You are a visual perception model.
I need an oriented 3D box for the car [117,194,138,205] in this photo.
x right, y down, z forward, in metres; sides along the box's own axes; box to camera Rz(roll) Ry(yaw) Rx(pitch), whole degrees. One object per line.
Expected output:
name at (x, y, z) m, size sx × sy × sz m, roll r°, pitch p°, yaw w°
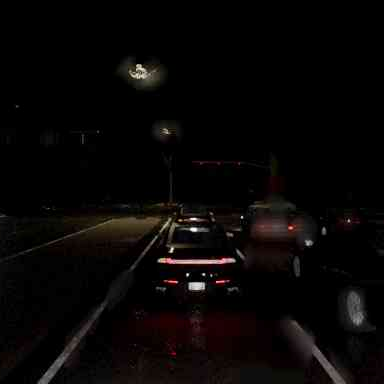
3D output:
car at (-11.681, 1.560, 60.177) m, size 1.994 × 1.385 × 4.181 m, roll 0°, pitch 0°, yaw 1°

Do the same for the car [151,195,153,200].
car at (-11.617, 1.519, 89.676) m, size 2.128 × 1.511 × 4.902 m, roll 0°, pitch 0°, yaw 0°

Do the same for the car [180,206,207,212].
car at (0.076, 1.504, 17.874) m, size 1.837 × 1.490 × 4.892 m, roll 0°, pitch 0°, yaw 0°

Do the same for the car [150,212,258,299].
car at (0.087, 1.491, 8.453) m, size 2.128 × 1.511 × 4.902 m, roll 0°, pitch 0°, yaw 0°

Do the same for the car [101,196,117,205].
car at (-15.141, 1.474, 60.657) m, size 1.882 × 1.535 × 5.008 m, roll 0°, pitch 0°, yaw 0°

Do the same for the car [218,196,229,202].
car at (6.911, 1.592, 73.343) m, size 1.895 × 1.301 × 4.718 m, roll 0°, pitch 0°, yaw 0°

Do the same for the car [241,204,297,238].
car at (3.579, 1.546, 16.469) m, size 2.033 × 1.411 × 5.357 m, roll 0°, pitch 0°, yaw 0°

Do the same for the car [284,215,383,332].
car at (3.590, 1.477, 6.849) m, size 1.882 × 1.535 × 5.008 m, roll 0°, pitch 0°, yaw 0°

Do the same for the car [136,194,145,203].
car at (-11.597, 1.496, 68.999) m, size 1.837 × 1.490 × 4.892 m, roll 0°, pitch 0°, yaw 0°

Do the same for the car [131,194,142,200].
car at (-15.109, 1.344, 90.705) m, size 2.097 × 1.767 × 4.553 m, roll 0°, pitch 0°, yaw 0°

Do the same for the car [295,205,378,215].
car at (7.077, 1.504, 16.935) m, size 1.837 × 1.490 × 4.892 m, roll 0°, pitch 0°, yaw 0°

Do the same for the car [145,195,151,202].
car at (-11.612, 1.520, 79.269) m, size 1.812 × 1.442 × 4.674 m, roll 0°, pitch 0°, yaw 0°

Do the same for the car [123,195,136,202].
car at (-15.114, 1.521, 80.538) m, size 2.128 × 1.511 × 4.902 m, roll 0°, pitch 0°, yaw 0°

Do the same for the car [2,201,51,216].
car at (-15.819, 1.562, 31.924) m, size 4.181 × 1.385 × 1.994 m, roll 0°, pitch 0°, yaw -1°

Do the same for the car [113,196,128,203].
car at (-15.099, 1.536, 70.435) m, size 2.033 × 1.411 × 5.357 m, roll 0°, pitch 0°, yaw 0°

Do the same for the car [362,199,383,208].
car at (24.604, 1.562, 43.672) m, size 4.181 × 1.385 × 1.994 m, roll 0°, pitch 0°, yaw 0°

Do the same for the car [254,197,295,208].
car at (7.991, 1.524, 33.084) m, size 4.674 × 1.442 × 1.812 m, roll 0°, pitch 0°, yaw -2°

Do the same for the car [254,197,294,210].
car at (10.820, 1.475, 44.369) m, size 5.008 × 1.535 × 1.882 m, roll 0°, pitch 1°, yaw 10°
